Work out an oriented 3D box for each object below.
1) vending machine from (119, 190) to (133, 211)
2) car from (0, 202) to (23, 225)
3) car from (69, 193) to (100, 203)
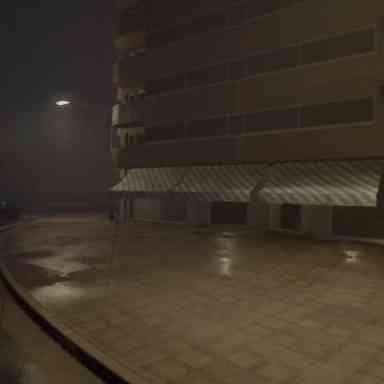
[{"bbox_3d":[-6.800,0.832,34.445,1.100,2.100,0.880,1,0,17],"label":"vending machine"},{"bbox_3d":[-12.353,1.279,20.955,1.895,1.301,4.718,1,0,-9],"label":"car"},{"bbox_3d":[-16.148,0.872,50.038,1.882,1.535,5.008,1,0,31],"label":"car"}]
